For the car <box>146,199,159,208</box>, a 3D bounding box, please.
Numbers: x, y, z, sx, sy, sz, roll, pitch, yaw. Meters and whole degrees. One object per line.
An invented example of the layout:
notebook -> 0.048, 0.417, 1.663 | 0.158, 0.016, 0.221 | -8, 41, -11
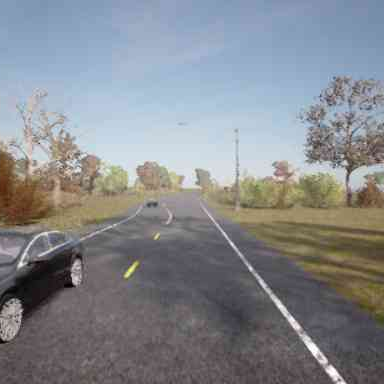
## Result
car -> -5.706, 1.595, 47.961 | 1.895, 1.301, 4.718 | 0, 0, -7

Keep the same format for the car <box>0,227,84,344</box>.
car -> -3.610, 1.497, 6.457 | 2.128, 1.511, 4.902 | 0, 0, 0
